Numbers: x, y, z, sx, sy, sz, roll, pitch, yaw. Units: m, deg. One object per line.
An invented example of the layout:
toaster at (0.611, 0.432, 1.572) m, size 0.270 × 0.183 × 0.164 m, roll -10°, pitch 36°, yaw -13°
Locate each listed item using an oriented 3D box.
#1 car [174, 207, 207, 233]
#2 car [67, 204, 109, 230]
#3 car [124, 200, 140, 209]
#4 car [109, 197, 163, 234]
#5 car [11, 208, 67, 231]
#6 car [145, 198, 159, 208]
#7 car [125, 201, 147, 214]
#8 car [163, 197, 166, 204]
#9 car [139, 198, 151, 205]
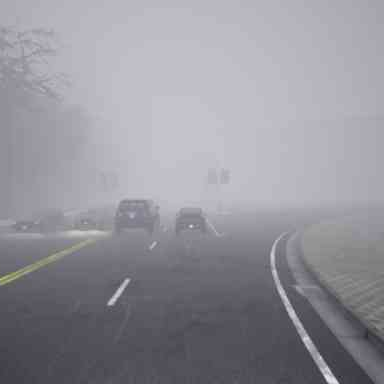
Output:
car at (-0.074, 1.731, 21.332) m, size 1.837 × 1.490 × 4.892 m, roll 0°, pitch -1°, yaw 0°
car at (-6.782, 1.804, 23.216) m, size 1.994 × 1.385 × 4.181 m, roll 0°, pitch -1°, yaw 0°
car at (-10.216, 2.031, 56.998) m, size 1.994 × 1.385 × 4.181 m, roll 0°, pitch 0°, yaw 0°
car at (-3.315, 1.445, 20.896) m, size 2.150 × 2.045 × 5.566 m, roll 0°, pitch -1°, yaw 0°
car at (-10.028, 1.771, 22.517) m, size 2.033 × 1.411 × 5.357 m, roll 0°, pitch -1°, yaw 0°
car at (-6.970, 1.956, 58.245) m, size 1.882 × 1.535 × 5.008 m, roll 0°, pitch 0°, yaw 0°
car at (-6.908, 1.889, 41.688) m, size 1.882 × 1.535 × 5.008 m, roll 0°, pitch 0°, yaw 0°
car at (-7.046, 1.819, 73.928) m, size 2.097 × 1.767 × 4.553 m, roll 0°, pitch 0°, yaw 0°
car at (-10.287, 2.049, 72.645) m, size 1.895 × 1.301 × 4.718 m, roll 0°, pitch 0°, yaw 0°
